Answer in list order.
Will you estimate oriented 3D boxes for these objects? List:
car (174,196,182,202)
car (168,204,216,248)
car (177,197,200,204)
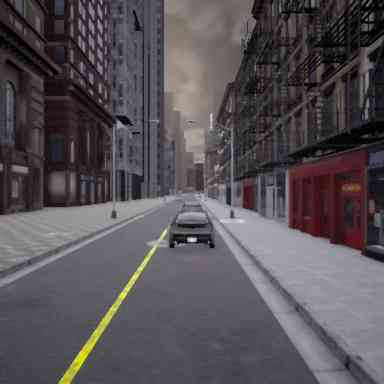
[{"bbox_3d":[-2.999,1.568,75.899,1.895,1.301,4.718,0,0,0],"label":"car"},{"bbox_3d":[0.001,1.511,14.650,1.837,1.490,4.892,0,0,0],"label":"car"},{"bbox_3d":[0.000,1.482,29.650,2.128,1.511,4.902,0,0,0],"label":"car"}]
